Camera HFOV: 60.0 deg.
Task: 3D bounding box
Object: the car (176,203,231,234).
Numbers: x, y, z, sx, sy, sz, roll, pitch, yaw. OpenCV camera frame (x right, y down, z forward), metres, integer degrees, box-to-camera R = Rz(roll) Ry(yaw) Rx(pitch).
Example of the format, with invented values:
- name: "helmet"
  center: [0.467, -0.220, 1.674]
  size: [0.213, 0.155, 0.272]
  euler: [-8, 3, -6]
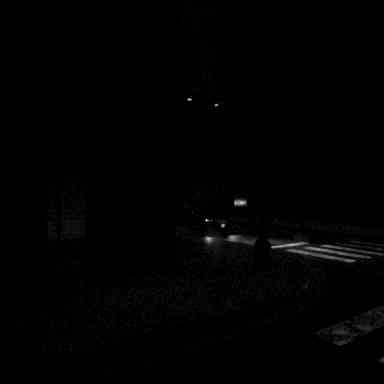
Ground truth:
- name: "car"
  center: [0.091, 1.406, 18.639]
  size: [2.128, 1.511, 4.902]
  euler: [0, 0, -37]
